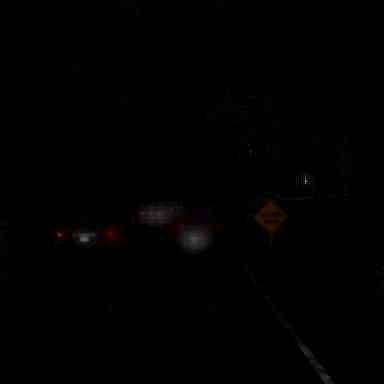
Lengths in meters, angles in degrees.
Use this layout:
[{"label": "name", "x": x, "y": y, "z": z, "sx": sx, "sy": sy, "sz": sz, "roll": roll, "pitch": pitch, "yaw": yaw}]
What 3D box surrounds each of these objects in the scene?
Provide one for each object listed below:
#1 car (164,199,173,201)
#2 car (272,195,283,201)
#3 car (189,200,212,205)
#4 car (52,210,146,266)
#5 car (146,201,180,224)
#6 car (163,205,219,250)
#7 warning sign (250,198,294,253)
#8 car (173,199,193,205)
[{"label": "car", "x": -3.570, "y": 1.804, "z": 55.113, "sx": 1.994, "sy": 1.385, "sz": 4.181, "roll": 0, "pitch": 0, "yaw": 17}, {"label": "car", "x": 21.747, "y": 1.474, "z": 84.635, "sx": 1.837, "sy": 1.490, "sz": 4.892, "roll": -1, "pitch": 0, "yaw": 33}, {"label": "car", "x": 1.228, "y": 1.697, "z": 29.982, "sx": 1.994, "sy": 1.385, "sz": 4.181, "roll": 0, "pitch": 0, "yaw": 7}, {"label": "car", "x": -3.158, "y": 1.419, "z": 11.958, "sx": 2.097, "sy": 1.767, "sz": 4.553, "roll": 0, "pitch": 0, "yaw": 1}, {"label": "car", "x": -2.555, "y": 1.676, "z": 25.796, "sx": 2.033, "sy": 1.411, "sz": 5.357, "roll": 0, "pitch": 0, "yaw": 6}, {"label": "car", "x": 0.162, "y": 1.572, "z": 14.697, "sx": 2.128, "sy": 1.511, "sz": 4.902, "roll": 0, "pitch": 0, "yaw": 2}, {"label": "warning sign", "x": 2.851, "y": 1.182, "z": 11.982, "sx": 1.300, "sy": 1.860, "sz": 1.060, "roll": -1, "pitch": -2, "yaw": 0}, {"label": "car", "x": -0.756, "y": 1.762, "z": 53.349, "sx": 2.033, "sy": 1.411, "sz": 5.357, "roll": 0, "pitch": 0, "yaw": 16}]
